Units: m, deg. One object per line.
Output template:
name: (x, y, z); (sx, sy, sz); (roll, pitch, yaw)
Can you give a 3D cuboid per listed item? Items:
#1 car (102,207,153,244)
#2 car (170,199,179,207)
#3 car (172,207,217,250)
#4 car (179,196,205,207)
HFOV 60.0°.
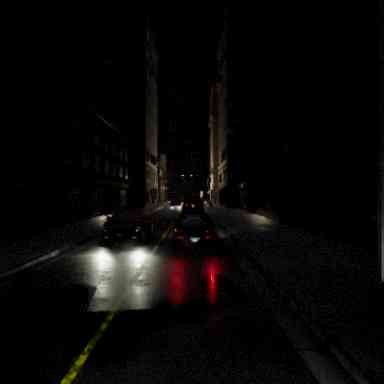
car: (-3.097, 1.579, 16.725); (1.882, 1.535, 5.008); (0, 0, 0)
car: (-3.019, 2.007, 61.337); (1.994, 1.385, 4.181); (0, 0, 1)
car: (0.101, 1.614, 14.746); (1.812, 1.442, 4.674); (0, 0, 0)
car: (0.107, 1.450, 34.443); (2.150, 2.045, 5.566); (0, 0, 0)
